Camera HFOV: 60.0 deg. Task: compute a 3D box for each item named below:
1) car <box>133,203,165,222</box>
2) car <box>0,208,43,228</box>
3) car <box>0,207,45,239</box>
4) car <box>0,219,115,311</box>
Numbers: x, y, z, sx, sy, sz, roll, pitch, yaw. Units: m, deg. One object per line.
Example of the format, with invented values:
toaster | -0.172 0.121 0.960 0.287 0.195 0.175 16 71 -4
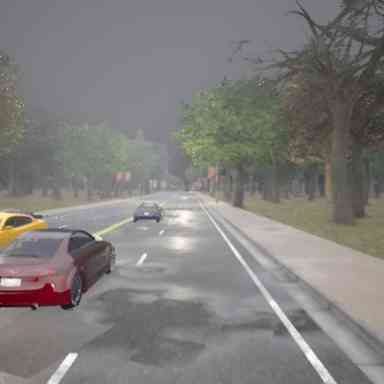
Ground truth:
car | -3.201 1.486 25.328 1.994 1.385 4.181 0 0 0
car | -6.615 1.446 11.015 1.882 1.535 5.008 0 0 0
car | -9.876 1.549 17.794 1.895 1.301 4.718 0 0 0
car | -3.159 1.541 7.810 1.994 1.385 4.181 0 0 0
